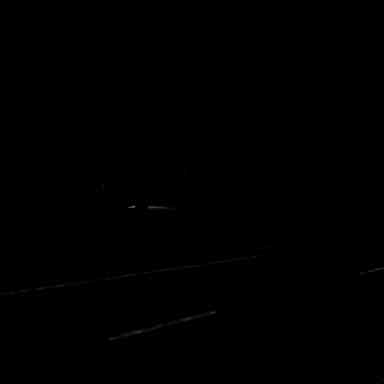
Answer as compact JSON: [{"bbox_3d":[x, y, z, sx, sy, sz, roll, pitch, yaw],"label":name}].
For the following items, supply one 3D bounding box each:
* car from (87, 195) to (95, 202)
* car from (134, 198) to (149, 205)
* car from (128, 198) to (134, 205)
[{"bbox_3d":[-24.965,1.726,84.247,2.128,1.511,4.902,0,0,-37],"label":"car"},{"bbox_3d":[-9.429,1.788,58.500,1.895,1.301,4.718,0,0,-38],"label":"car"},{"bbox_3d":[-12.043,1.729,56.162,1.994,1.385,4.181,0,0,-38],"label":"car"}]
